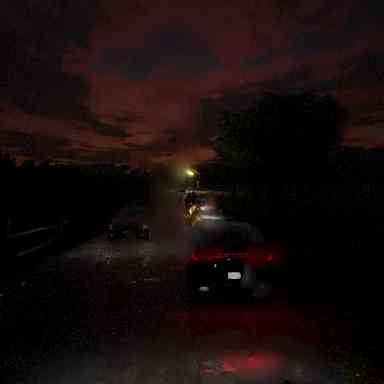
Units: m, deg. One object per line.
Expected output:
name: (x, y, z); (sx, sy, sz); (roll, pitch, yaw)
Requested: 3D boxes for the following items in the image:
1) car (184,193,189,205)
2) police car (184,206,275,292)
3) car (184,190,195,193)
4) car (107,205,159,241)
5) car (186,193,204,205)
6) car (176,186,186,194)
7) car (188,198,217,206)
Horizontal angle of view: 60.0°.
car: (0.005, 1.150, 46.627); (1.895, 1.301, 4.718); (0, 1, 1)
police car: (0.818, 1.402, 9.027); (1.930, 1.638, 5.238); (0, 0, 0)
car: (-0.051, 0.574, 65.731); (2.033, 1.411, 5.357); (0, 2, 0)
car: (-2.763, 1.413, 16.422); (1.882, 1.535, 5.008); (0, 0, 0)
car: (0.805, 1.211, 24.888); (2.097, 1.767, 4.553); (0, 1, 0)
car: (-2.815, -0.548, 85.429); (2.150, 2.045, 5.566); (0, 3, 0)
car: (0.810, 1.368, 19.106); (1.801, 1.575, 5.366); (0, 1, 0)
